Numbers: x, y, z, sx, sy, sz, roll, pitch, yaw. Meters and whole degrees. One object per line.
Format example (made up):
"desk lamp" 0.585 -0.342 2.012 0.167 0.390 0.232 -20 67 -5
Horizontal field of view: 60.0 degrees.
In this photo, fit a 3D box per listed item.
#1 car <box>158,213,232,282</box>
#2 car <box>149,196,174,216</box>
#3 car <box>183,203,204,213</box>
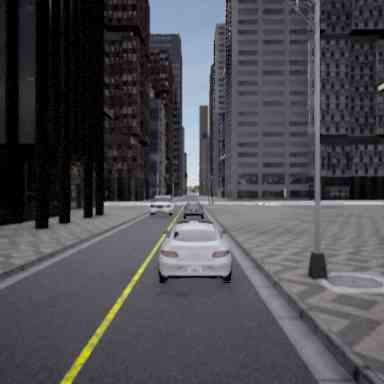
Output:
"car" 0.087 1.571 9.740 1.812 1.442 4.674 0 0 0
"car" -3.052 1.387 34.512 2.150 2.045 5.566 0 -1 0
"car" 0.139 1.695 31.186 2.033 1.411 5.357 0 0 0
